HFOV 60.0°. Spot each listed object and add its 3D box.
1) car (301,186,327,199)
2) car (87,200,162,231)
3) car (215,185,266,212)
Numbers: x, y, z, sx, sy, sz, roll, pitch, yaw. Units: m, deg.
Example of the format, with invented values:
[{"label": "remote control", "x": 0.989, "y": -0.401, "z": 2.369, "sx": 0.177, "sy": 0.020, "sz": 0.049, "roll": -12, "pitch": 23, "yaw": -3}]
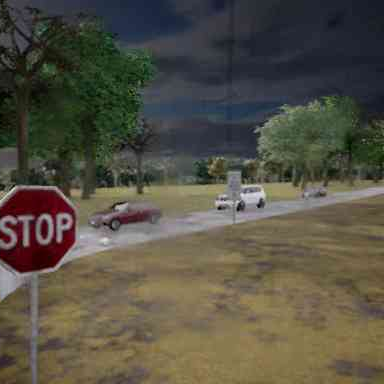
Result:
[{"label": "car", "x": 15.121, "y": 0.073, "z": 41.090, "sx": 2.128, "sy": 1.511, "sz": 4.902, "roll": 0, "pitch": 2, "yaw": 41}, {"label": "car", "x": -3.681, "y": 1.237, "z": 18.979, "sx": 1.812, "sy": 1.442, "sz": 4.674, "roll": 0, "pitch": 2, "yaw": 39}, {"label": "car", "x": 4.231, "y": 0.479, "z": 28.348, "sx": 2.150, "sy": 2.045, "sz": 5.566, "roll": 0, "pitch": 2, "yaw": 41}]
